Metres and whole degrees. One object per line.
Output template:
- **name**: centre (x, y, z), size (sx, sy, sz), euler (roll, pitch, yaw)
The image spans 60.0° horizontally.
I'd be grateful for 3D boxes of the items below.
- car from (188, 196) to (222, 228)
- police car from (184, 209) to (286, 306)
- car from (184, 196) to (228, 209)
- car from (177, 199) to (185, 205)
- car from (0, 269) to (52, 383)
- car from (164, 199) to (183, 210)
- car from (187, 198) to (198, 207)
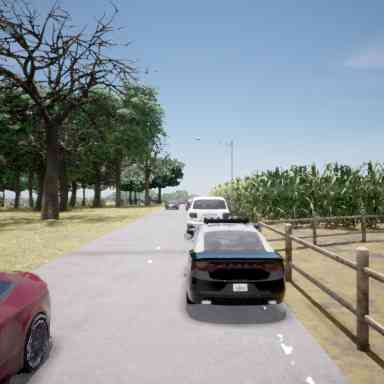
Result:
- **car**: centre (0.847, 1.314, 24.219), size (2.150, 2.045, 5.566), euler (0, 0, 0)
- **police car**: centre (0.832, 1.440, 8.290), size (1.930, 1.638, 5.238), euler (0, 0, 0)
- **car**: centre (0.842, 1.280, 18.217), size (2.150, 2.045, 5.566), euler (0, 0, 0)
- **car**: centre (-2.673, 2.381, 80.464), size (1.812, 1.442, 4.674), euler (0, -2, 0)
- **car**: centre (-2.846, 1.529, 2.920), size (1.812, 1.442, 4.674), euler (0, 0, 0)
- **car**: centre (-2.805, 1.727, 46.759), size (2.128, 1.511, 4.902), euler (0, 0, 0)
- **car**: centre (0.056, 1.879, 59.198), size (1.837, 1.490, 4.892), euler (0, -1, 0)
